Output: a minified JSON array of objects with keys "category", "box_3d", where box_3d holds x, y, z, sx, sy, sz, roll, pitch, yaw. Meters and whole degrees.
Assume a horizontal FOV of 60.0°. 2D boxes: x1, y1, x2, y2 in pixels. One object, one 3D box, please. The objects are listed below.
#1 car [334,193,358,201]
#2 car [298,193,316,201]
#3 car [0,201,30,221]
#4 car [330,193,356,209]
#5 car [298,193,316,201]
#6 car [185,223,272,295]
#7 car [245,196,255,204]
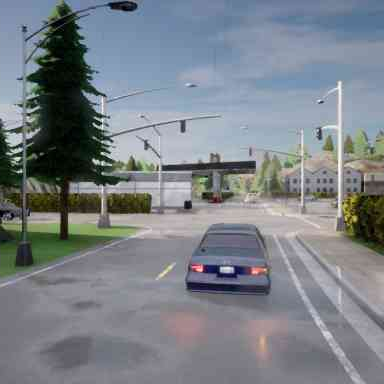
[{"category":"car","box_3d":[34.568,1.097,74.643,4.605,1.855,1.932,0,0,10]},{"category":"car","box_3d":[27.398,1.077,79.257,3.866,1.878,1.905,0,0,10]},{"category":"car","box_3d":[-15.737,1.492,27.210,4.902,1.511,2.128,0,0,10]},{"category":"car","box_3d":[20.262,1.330,42.355,5.027,1.636,2.152,0,0,10]},{"category":"car","box_3d":[26.214,1.361,76.091,3.806,1.475,1.970,0,0,10]},{"category":"car","box_3d":[1.093,1.547,8.884,2.033,1.411,5.357,0,0,10]},{"category":"car","box_3d":[11.231,1.526,64.763,1.812,1.442,4.674,0,0,10]}]
